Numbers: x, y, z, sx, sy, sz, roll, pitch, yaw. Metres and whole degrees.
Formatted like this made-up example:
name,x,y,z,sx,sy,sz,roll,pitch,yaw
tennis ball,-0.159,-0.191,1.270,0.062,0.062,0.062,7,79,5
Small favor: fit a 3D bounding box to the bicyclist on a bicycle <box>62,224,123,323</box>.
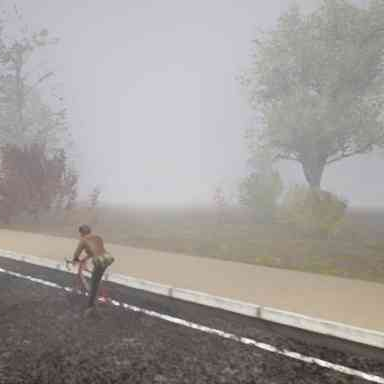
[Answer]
name,x,y,z,sx,sy,sz,roll,pitch,yaw
bicyclist on a bicycle,-1.803,1.412,5.896,1.656,1.620,0.582,0,0,35
